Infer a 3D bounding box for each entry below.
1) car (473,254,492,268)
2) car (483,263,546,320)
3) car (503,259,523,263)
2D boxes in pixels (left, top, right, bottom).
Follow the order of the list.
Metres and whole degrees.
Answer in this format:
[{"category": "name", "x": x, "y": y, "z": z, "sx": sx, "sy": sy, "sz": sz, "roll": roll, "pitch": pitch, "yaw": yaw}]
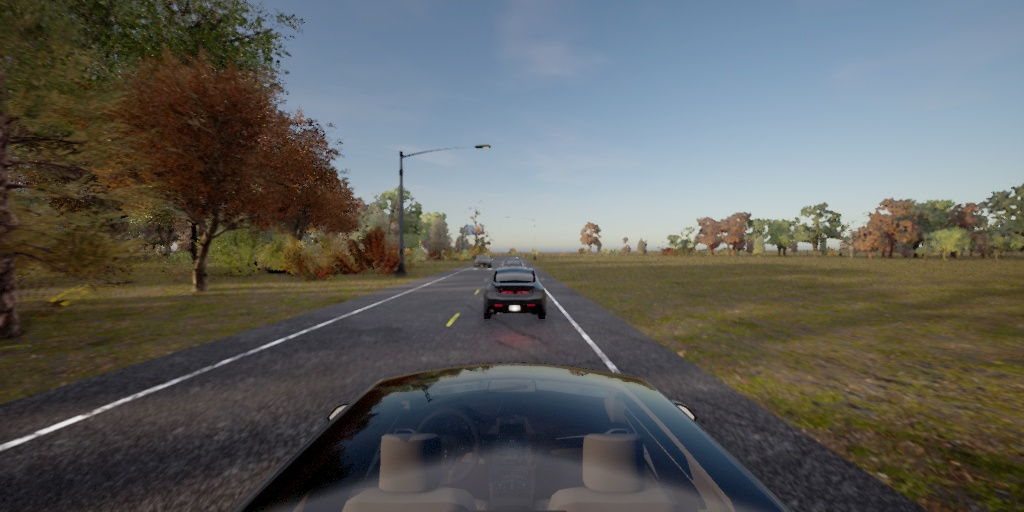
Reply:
[{"category": "car", "x": -3.585, "y": 0.602, "z": 44.584, "sx": 2.097, "sy": 1.767, "sz": 4.553, "roll": 0, "pitch": 1, "yaw": 0}, {"category": "car", "x": 0.084, "y": 1.133, "z": 12.044, "sx": 1.837, "sy": 1.490, "sz": 4.892, "roll": 0, "pitch": 0, "yaw": 0}, {"category": "car", "x": 0.085, "y": 0.937, "z": 27.871, "sx": 2.128, "sy": 1.511, "sz": 4.902, "roll": 0, "pitch": 1, "yaw": 0}]
